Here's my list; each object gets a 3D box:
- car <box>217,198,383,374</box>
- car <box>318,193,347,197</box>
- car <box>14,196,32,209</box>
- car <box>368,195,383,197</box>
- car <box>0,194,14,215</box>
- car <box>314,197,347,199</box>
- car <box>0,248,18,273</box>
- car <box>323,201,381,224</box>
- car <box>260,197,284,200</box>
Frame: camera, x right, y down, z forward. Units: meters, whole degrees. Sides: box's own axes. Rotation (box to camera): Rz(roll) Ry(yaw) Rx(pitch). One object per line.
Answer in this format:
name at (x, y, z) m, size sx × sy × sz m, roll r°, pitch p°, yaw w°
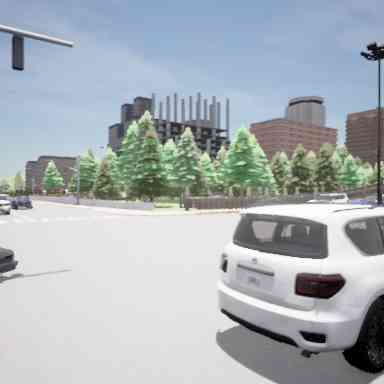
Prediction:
car at (2.984, 1.228, 5.874) m, size 5.566 × 2.045 × 2.150 m, roll 0°, pitch 0°, yaw -36°
car at (14.693, 1.211, 35.871) m, size 5.566 × 2.045 × 2.150 m, roll -1°, pitch 1°, yaw -35°
car at (-23.359, 1.361, 45.635) m, size 2.097 × 1.767 × 4.553 m, roll 0°, pitch 0°, yaw -34°
car at (22.941, 1.156, 41.713) m, size 5.357 × 1.411 × 2.033 m, roll -4°, pitch 2°, yaw -35°
car at (-19.781, 1.226, 33.690) m, size 2.150 × 2.045 × 5.566 m, roll 0°, pitch 0°, yaw -33°
car at (11.282, 1.512, 29.188) m, size 4.902 × 1.511 × 2.128 m, roll 0°, pitch 0°, yaw -35°
car at (-6.331, 1.546, 6.599) m, size 2.033 × 1.411 × 5.357 m, roll 0°, pitch 0°, yaw 22°
car at (12.452, 1.498, 25.735) m, size 5.008 × 1.535 × 1.882 m, roll 0°, pitch 0°, yaw -35°
car at (6.840, 1.376, 30.408) m, size 4.553 × 1.767 × 2.097 m, roll 0°, pitch 0°, yaw -34°
